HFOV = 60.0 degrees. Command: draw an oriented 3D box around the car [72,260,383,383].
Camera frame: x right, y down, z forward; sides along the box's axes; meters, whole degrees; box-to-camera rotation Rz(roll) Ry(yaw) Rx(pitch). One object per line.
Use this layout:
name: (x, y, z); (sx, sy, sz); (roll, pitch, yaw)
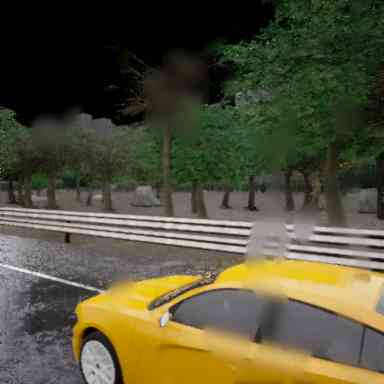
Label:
car: (0.818, 1.474, 3.410); (5.008, 1.535, 1.882); (0, 0, 35)
